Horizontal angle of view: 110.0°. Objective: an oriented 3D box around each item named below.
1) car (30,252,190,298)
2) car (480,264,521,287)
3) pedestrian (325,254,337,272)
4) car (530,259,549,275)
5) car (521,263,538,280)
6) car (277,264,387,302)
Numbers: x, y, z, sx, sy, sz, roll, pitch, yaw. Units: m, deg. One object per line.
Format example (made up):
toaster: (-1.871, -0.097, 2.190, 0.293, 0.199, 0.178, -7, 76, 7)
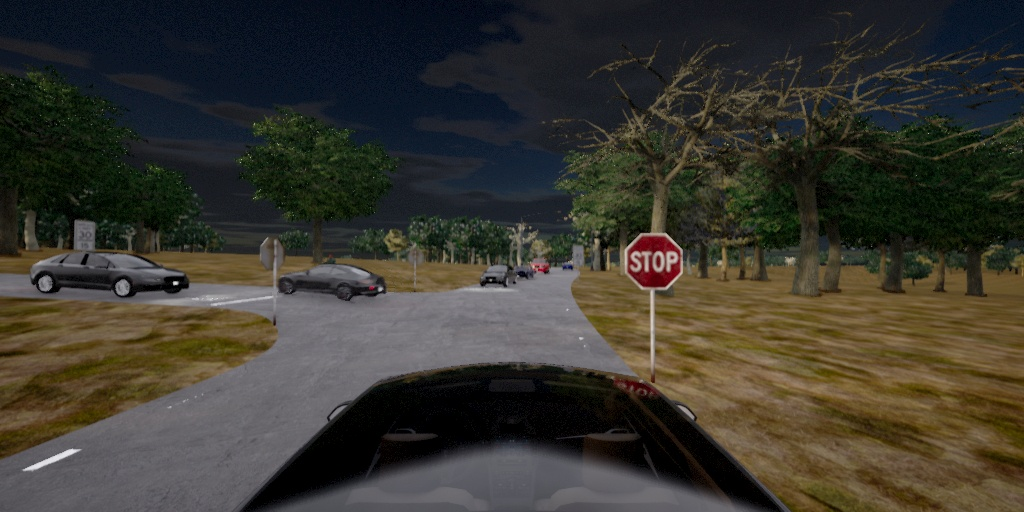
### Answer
car: (-14.658, 0.638, 13.209, 4.892, 1.490, 1.837, 3, -1, 3)
car: (-0.879, 1.374, 25.866, 1.837, 1.490, 4.892, 0, -1, 12)
pedestrian: (-9.810, 0.755, 19.358, 0.375, 1.860, 0.375, 0, -4, 3)
car: (3.627, 1.358, 47.087, 2.150, 2.045, 5.566, 0, -1, 12)
car: (1.025, 1.585, 35.211, 1.895, 1.301, 4.718, 0, -1, 13)
car: (-7.728, 1.053, 15.510, 4.674, 1.442, 1.812, 4, -1, 13)
